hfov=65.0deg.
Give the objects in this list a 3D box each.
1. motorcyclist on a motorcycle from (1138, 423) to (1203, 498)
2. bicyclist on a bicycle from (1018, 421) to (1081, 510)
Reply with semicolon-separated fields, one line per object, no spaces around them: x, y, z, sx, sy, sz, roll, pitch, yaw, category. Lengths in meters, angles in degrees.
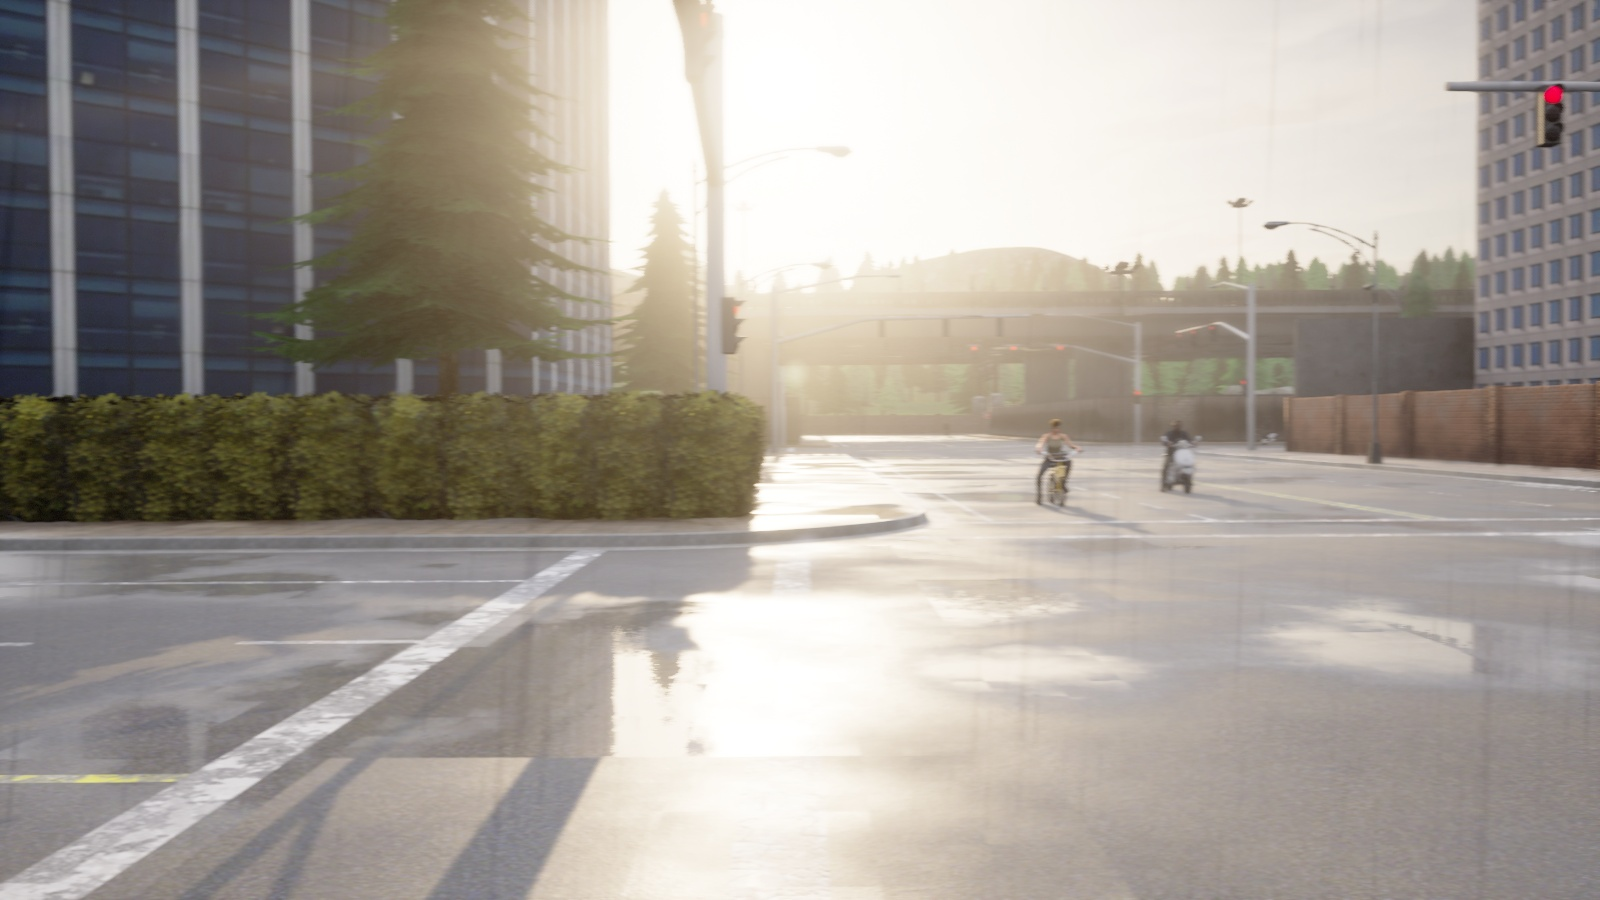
8.099;0.197;27.543;0.866;1.590;1.817;0;1;0;motorcyclist on a motorcycle
4.619;0.264;23.378;0.866;1.612;1.509;0;1;0;bicyclist on a bicycle
